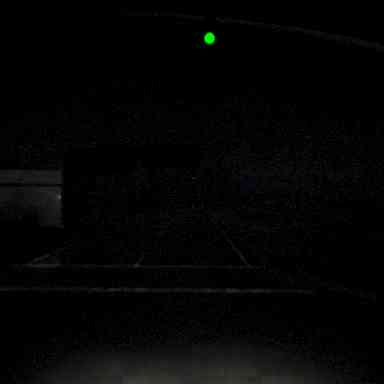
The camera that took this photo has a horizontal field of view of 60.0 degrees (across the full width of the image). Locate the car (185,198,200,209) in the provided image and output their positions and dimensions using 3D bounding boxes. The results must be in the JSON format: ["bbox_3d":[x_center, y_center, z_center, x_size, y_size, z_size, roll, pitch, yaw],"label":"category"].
[{"bbox_3d":[0.103,1.715,49.762,1.837,1.490,4.892,0,0,0],"label":"car"}]

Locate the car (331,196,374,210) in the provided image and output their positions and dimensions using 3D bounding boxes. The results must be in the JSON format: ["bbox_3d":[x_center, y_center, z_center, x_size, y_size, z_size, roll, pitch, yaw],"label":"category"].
[{"bbox_3d":[20.527,1.475,41.935,4.514,1.523,2.007,0,0,-1],"label":"car"}]

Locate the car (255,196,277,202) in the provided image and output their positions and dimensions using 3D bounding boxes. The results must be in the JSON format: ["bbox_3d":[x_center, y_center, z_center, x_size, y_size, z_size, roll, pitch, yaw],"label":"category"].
[{"bbox_3d":[17.904,1.671,80.276,4.902,1.511,2.128,0,0,0],"label":"car"}]

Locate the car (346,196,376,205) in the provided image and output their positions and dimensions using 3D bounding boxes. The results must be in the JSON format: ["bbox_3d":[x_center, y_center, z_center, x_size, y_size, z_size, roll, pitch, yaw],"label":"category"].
[{"bbox_3d":[31.135,1.556,61.395,4.514,1.523,2.007,0,0,-1],"label":"car"}]

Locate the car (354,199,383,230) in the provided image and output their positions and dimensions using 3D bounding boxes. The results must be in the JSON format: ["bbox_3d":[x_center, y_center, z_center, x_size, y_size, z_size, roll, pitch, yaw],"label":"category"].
[{"bbox_3d":[12.940,1.415,20.051,5.027,1.636,2.152,0,0,-1],"label":"car"}]

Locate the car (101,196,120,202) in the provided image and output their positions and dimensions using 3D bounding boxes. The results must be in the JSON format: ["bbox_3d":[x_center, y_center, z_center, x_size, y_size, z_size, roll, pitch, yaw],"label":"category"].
[{"bbox_3d":[-19.631,1.670,80.156,4.674,1.442,1.812,0,0,0],"label":"car"}]

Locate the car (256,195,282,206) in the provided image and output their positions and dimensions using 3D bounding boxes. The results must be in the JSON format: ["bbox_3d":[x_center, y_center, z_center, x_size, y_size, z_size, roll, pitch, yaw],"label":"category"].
[{"bbox_3d":[12.686,1.590,54.307,3.806,1.475,1.970,0,0,-1],"label":"car"}]

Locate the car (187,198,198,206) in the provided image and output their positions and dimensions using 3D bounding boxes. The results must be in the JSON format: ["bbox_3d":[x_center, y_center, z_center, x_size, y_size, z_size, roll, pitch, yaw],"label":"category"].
[{"bbox_3d":[0.102,1.816,63.741,2.033,1.411,5.357,0,0,0],"label":"car"}]

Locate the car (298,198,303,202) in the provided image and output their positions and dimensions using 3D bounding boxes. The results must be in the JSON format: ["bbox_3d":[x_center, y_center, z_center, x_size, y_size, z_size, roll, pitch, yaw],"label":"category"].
[{"bbox_3d":[28.446,1.686,80.309,5.357,1.411,2.033,0,0,0],"label":"car"}]

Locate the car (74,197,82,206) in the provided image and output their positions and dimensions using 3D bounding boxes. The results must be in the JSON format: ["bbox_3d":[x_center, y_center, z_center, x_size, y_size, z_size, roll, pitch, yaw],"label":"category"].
[{"bbox_3d":[-20.725,1.725,57.980,2.242,1.667,4.611,0,0,-1],"label":"car"}]

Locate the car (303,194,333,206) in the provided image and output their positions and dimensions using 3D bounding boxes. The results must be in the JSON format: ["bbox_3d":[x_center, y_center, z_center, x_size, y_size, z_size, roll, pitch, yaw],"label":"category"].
[{"bbox_3d":[21.165,1.326,54.396,4.605,1.855,1.932,0,0,-1],"label":"car"}]
